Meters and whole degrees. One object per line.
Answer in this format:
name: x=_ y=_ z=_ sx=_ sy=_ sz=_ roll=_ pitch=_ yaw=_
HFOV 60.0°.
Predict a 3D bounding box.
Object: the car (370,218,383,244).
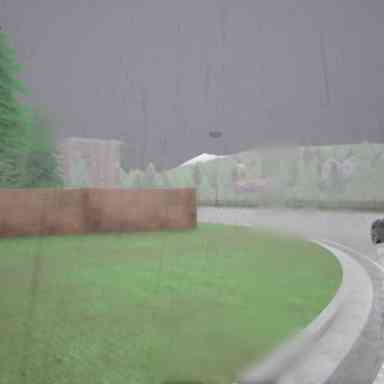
car: x=8.544 y=1.497 z=12.976 sx=2.128 sy=1.511 sz=4.902 roll=-1 pitch=0 yaw=12
